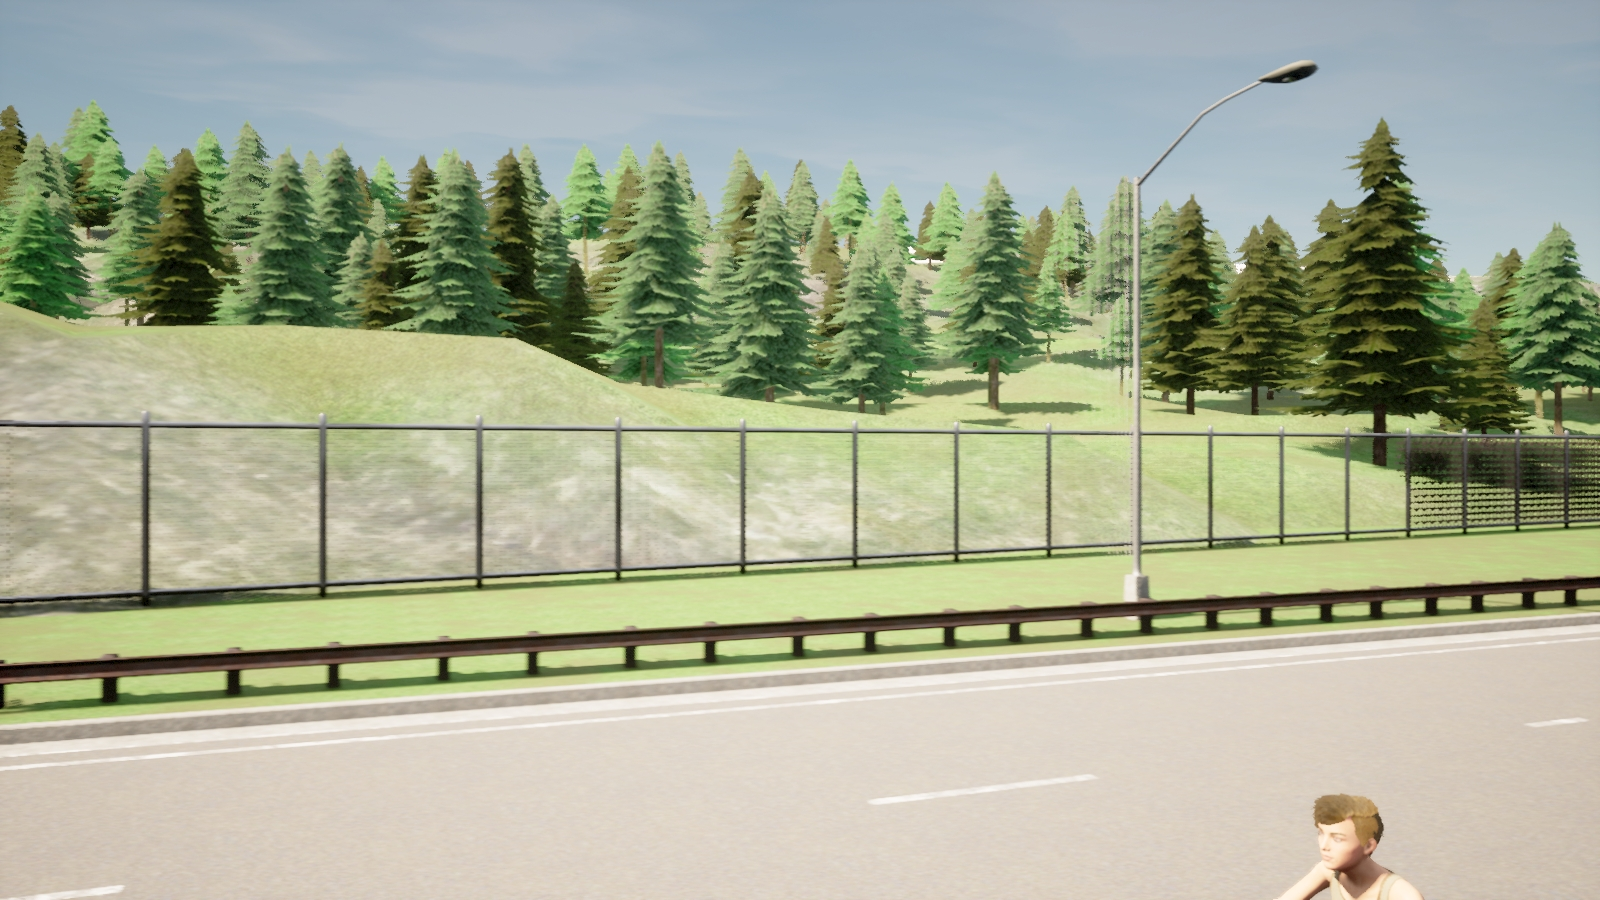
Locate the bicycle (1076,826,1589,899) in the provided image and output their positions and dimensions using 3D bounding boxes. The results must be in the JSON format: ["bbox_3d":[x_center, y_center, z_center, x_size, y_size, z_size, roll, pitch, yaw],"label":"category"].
[{"bbox_3d":[1.839,2.157,3.955,1.487,1.277,0.859,0,0,-20],"label":"bicycle"}]
